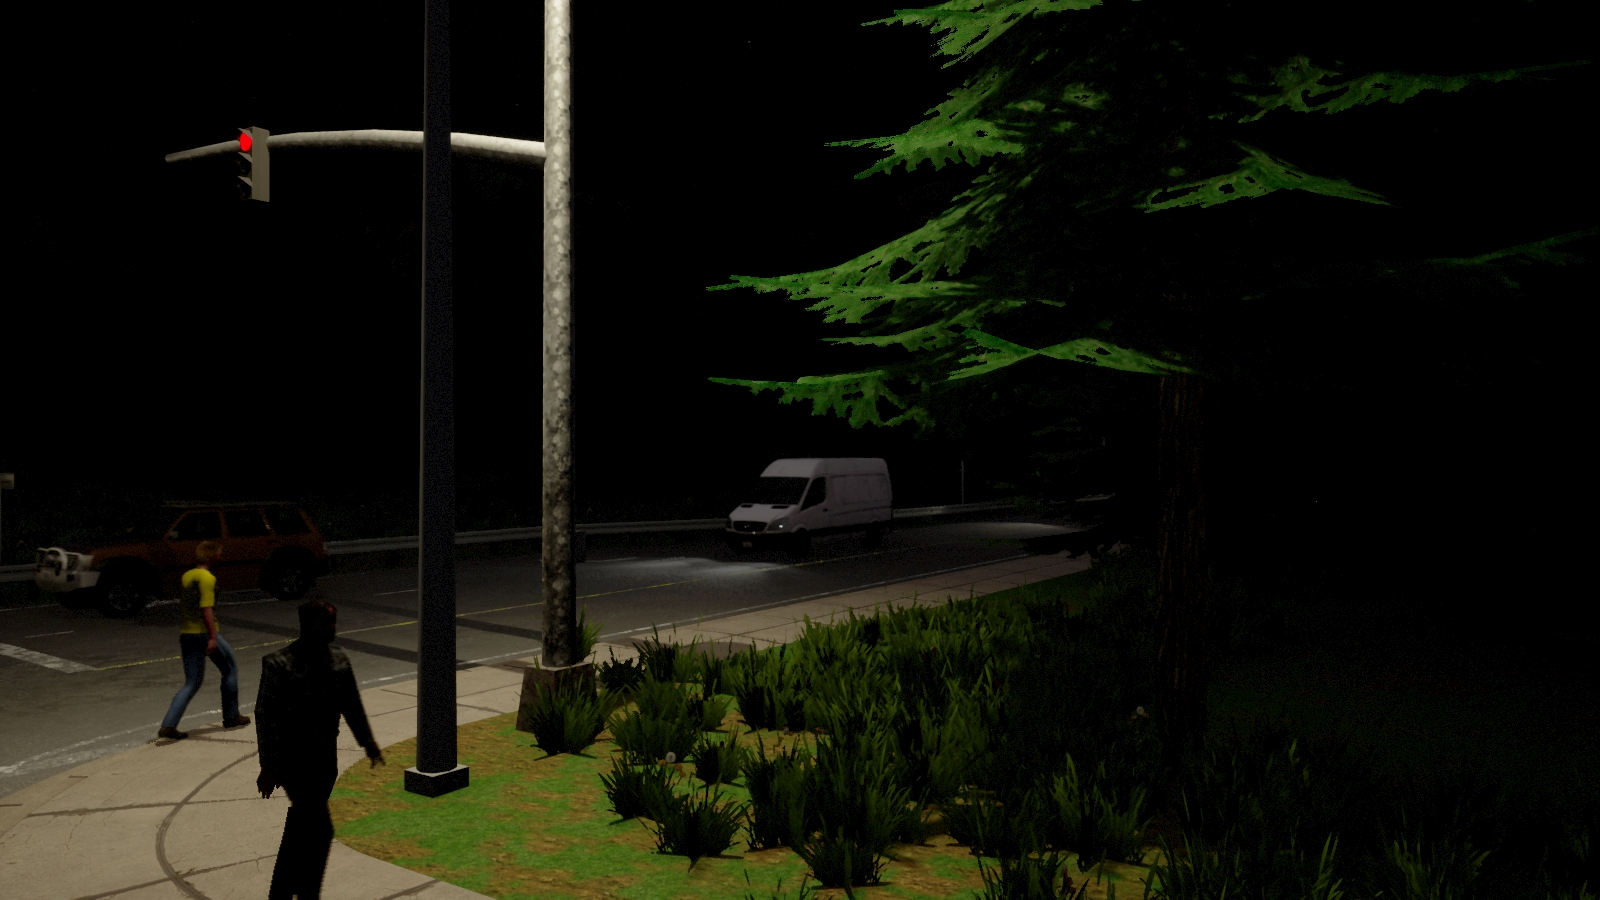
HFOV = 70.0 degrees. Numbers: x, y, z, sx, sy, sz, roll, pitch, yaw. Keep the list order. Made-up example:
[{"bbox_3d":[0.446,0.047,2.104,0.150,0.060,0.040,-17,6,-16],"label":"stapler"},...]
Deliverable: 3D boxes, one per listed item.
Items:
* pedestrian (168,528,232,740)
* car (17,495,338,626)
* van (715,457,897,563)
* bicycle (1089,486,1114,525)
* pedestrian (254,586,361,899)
[{"bbox_3d":[-5.497,1.665,10.476,0.375,1.860,0.375,0,0,29],"label":"pedestrian"},{"bbox_3d":[-10.870,1.825,20.257,1.932,1.855,4.605,0,0,38],"label":"car"},{"bbox_3d":[0.318,1.497,31.112,1.988,2.561,5.915,0,0,34],"label":"van"},{"bbox_3d":[11.360,2.070,43.003,0.373,1.396,1.643,0,0,35],"label":"bicycle"},{"bbox_3d":[-2.652,1.691,6.159,0.375,1.860,0.375,0,0,26],"label":"pedestrian"}]
